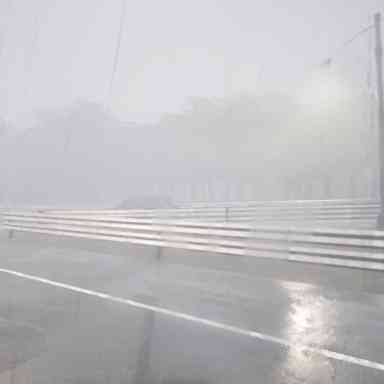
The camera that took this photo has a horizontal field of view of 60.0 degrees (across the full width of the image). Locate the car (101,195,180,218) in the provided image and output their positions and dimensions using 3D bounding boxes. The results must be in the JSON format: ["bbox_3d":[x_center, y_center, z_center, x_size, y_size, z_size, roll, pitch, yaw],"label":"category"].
[{"bbox_3d":[-3.629,1.287,22.745,5.566,2.045,2.150,-1,-1,12],"label":"car"}]
